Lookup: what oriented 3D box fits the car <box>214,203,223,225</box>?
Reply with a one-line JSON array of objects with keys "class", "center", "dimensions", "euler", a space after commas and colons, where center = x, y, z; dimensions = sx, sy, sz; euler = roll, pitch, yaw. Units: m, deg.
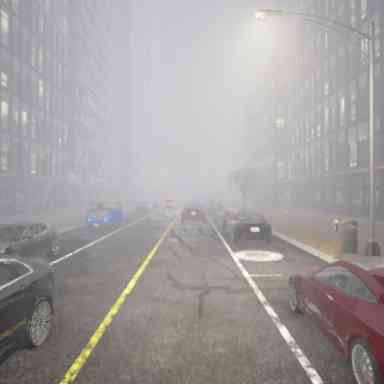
[{"class": "car", "center": [2.693, 1.647, 21.938], "dimensions": [1.887, 1.381, 4.507], "euler": [0, 0, 0]}]

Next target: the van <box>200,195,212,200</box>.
[{"class": "van", "center": [2.702, 1.573, 56.122], "dimensions": [1.690, 1.788, 3.998], "euler": [0, 0, 0]}]

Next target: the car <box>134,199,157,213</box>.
[{"class": "car", "center": [-5.683, 1.724, 39.032], "dimensions": [2.008, 1.369, 4.403], "euler": [0, 0, 0]}]

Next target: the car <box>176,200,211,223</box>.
[{"class": "car", "center": [0.107, 1.628, 27.063], "dimensions": [2.163, 1.488, 4.792], "euler": [0, 0, 0]}]

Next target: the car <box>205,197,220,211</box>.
[{"class": "car", "center": [2.697, 1.699, 39.199], "dimensions": [1.752, 1.417, 4.829], "euler": [0, 0, 0]}]

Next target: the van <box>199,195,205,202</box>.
[{"class": "van", "center": [2.710, 1.669, 90.306], "dimensions": [1.690, 1.788, 3.998], "euler": [0, 0, 0]}]

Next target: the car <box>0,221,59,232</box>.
[{"class": "car", "center": [-5.690, 1.617, 10.545], "dimensions": [1.947, 1.339, 4.313], "euler": [0, 0, 0]}]

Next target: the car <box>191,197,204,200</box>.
[{"class": "car", "center": [0.098, 1.691, 42.784], "dimensions": [2.163, 1.488, 4.792], "euler": [0, 0, 0]}]

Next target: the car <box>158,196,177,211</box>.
[{"class": "car", "center": [-3.077, 1.673, 45.035], "dimensions": [1.882, 1.535, 5.008], "euler": [0, 0, 0]}]

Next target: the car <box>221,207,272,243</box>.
[{"class": "car", "center": [2.692, 1.643, 16.240], "dimensions": [1.947, 1.339, 4.313], "euler": [0, 0, 0]}]

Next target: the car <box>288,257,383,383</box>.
[{"class": "car", "center": [2.689, 1.606, 4.846], "dimensions": [1.802, 1.307, 4.206], "euler": [0, 0, 0]}]

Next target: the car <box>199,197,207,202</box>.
[{"class": "car", "center": [2.709, 1.866, 84.608], "dimensions": [2.008, 1.369, 4.403], "euler": [0, 0, 0]}]

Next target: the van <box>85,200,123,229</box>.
[{"class": "van", "center": [-5.688, 1.444, 21.942], "dimensions": [1.690, 1.788, 3.998], "euler": [0, 0, 0]}]

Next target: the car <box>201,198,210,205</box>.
[{"class": "car", "center": [2.704, 1.848, 67.516], "dimensions": [1.802, 1.307, 4.206], "euler": [0, 0, 0]}]

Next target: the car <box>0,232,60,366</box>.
[{"class": "car", "center": [-3.101, 1.509, 3.478], "dimensions": [2.128, 1.511, 4.902], "euler": [0, 0, 0]}]
